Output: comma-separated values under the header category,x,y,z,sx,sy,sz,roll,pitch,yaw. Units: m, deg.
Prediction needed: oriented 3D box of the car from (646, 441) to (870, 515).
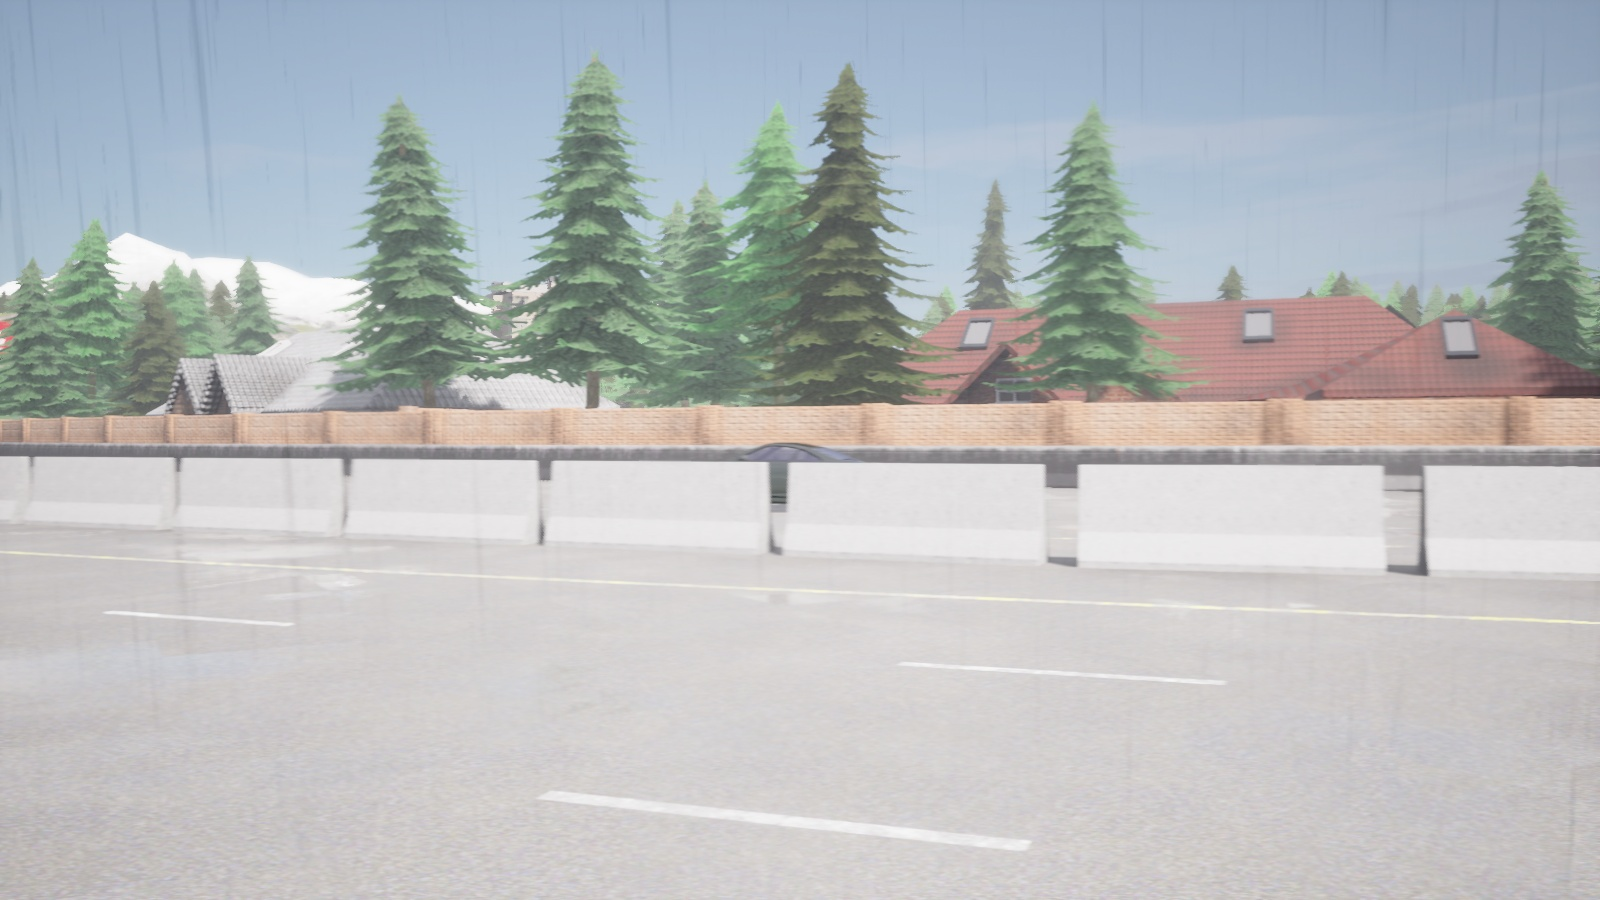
category,x,y,z,sx,sy,sz,roll,pitch,yaw
car,-0.853,0.528,25.989,4.181,1.385,1.994,1,1,22
